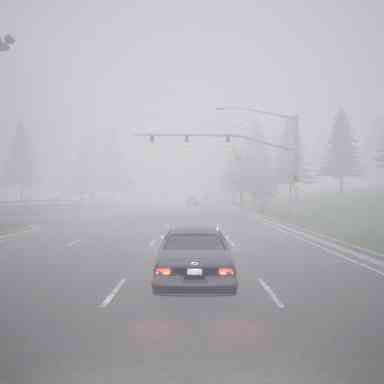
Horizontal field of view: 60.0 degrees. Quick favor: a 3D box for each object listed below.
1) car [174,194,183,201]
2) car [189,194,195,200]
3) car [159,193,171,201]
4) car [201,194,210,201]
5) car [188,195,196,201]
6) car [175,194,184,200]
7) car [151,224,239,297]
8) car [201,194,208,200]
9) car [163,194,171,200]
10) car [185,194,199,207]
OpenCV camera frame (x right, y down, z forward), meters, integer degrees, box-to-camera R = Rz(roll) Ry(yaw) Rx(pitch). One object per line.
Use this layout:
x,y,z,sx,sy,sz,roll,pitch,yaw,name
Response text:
-3.483,1.516,83.868,1.812,1.442,4.674,0,0,0,car
0.019,1.310,93.870,1.882,1.535,5.008,0,0,0,car
-6.983,1.216,83.482,2.150,2.045,5.566,0,0,0,car
3.517,1.491,83.449,1.837,1.490,4.892,0,0,0,car
0.017,1.531,83.450,2.033,1.411,5.357,0,0,0,car
-3.481,1.357,93.871,2.128,1.511,4.902,0,0,0,car
0.068,1.547,8.768,2.033,1.411,5.357,0,0,0,car
3.519,1.310,93.869,1.882,1.535,5.008,0,0,0,car
-6.981,1.384,93.872,1.994,1.385,4.181,0,0,0,car
0.009,1.351,52.807,2.097,1.767,4.553,0,0,0,car
